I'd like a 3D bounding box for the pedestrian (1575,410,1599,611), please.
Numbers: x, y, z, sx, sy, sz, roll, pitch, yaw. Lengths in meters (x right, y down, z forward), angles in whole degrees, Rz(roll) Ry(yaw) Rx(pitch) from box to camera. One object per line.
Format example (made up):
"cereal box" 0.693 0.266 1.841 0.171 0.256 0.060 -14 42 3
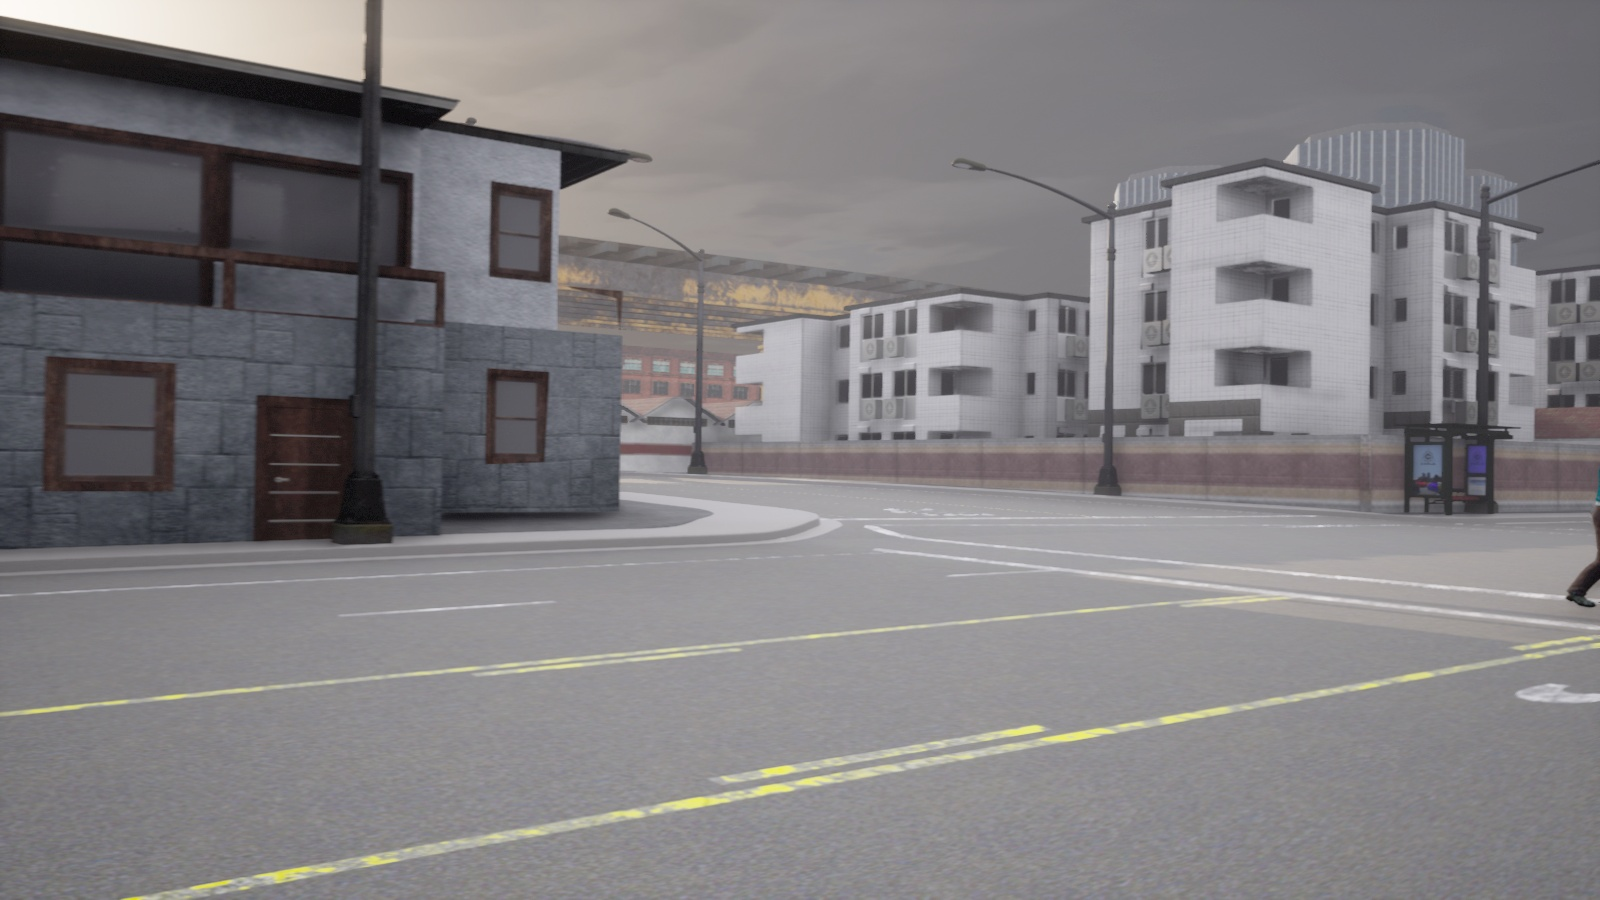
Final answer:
"pedestrian" 7.901 0.582 12.051 0.396 1.930 0.692 1 -1 -38
